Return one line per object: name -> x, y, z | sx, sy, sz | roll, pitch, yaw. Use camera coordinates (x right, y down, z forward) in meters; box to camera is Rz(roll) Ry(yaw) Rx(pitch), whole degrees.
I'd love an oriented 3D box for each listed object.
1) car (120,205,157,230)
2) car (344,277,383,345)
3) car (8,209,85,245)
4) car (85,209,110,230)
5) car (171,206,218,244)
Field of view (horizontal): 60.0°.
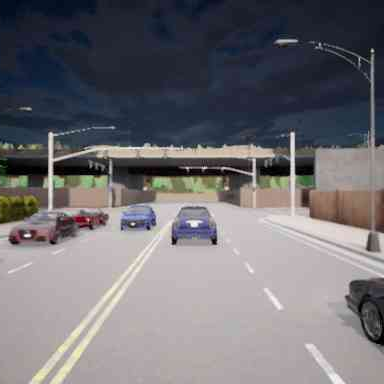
car -> -3.497, 1.662, 22.317 | 1.882, 1.535, 5.008 | 0, 0, 0
car -> 3.600, 1.572, 3.389 | 2.033, 1.411, 5.357 | 0, 0, 0
car -> -6.998, 1.678, 16.126 | 1.994, 1.385, 4.181 | 0, 0, 0
car -> -6.997, 1.800, 22.286 | 1.895, 1.301, 4.718 | 0, 0, 0
car -> 0.102, 1.469, 16.703 | 2.097, 1.767, 4.553 | 0, 0, 0
